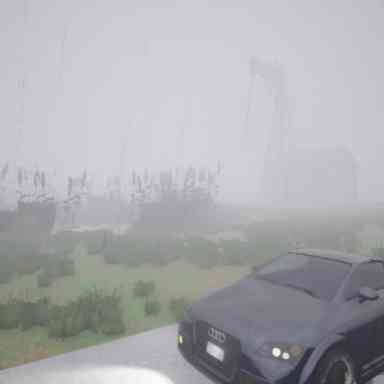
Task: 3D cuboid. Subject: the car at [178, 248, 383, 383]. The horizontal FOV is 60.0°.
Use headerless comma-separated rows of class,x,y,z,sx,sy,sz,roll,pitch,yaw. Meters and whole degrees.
car,1.880,1.583,4.829,4.181,1.385,1.994,0,0,-36
